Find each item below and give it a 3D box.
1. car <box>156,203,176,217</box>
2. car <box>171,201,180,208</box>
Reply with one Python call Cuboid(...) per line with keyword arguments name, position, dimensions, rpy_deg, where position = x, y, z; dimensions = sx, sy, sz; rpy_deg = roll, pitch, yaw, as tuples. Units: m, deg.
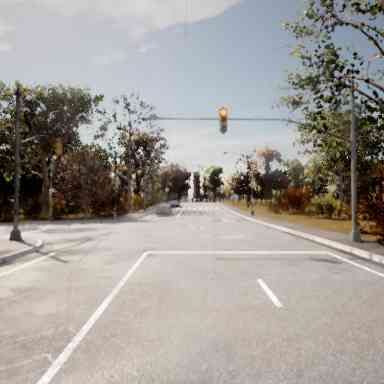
Cuboid(name="car", position=(-3.540, 2.463, 43.047), dimensions=(1.994, 1.385, 4.181), rpy_deg=(0, 0, 0))
Cuboid(name="car", position=(-3.395, 2.471, 67.760), dimensions=(2.033, 1.411, 5.357), rpy_deg=(0, 0, 1))
